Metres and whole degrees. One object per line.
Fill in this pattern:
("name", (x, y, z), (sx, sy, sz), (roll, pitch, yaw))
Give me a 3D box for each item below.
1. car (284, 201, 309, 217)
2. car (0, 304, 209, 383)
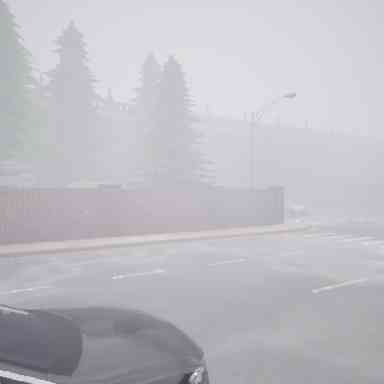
("car", (9.223, 1.581, 32.599), (1.812, 1.442, 4.674), (0, 0, -32))
("car", (-2.083, 1.492, 2.138), (4.902, 1.511, 2.128), (0, 0, -34))
